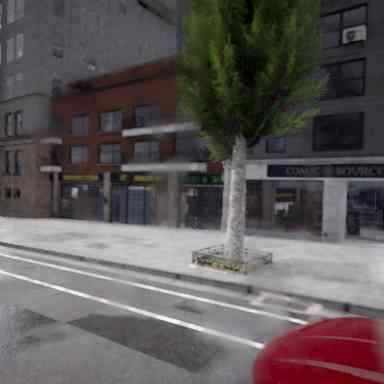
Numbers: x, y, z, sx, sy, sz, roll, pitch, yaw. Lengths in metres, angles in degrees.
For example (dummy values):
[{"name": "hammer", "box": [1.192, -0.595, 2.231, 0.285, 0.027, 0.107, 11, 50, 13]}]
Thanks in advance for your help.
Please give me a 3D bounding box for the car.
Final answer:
[{"name": "car", "box": [2.731, 1.478, 1.736, 5.008, 1.535, 1.882, 0, 0, 36]}]
